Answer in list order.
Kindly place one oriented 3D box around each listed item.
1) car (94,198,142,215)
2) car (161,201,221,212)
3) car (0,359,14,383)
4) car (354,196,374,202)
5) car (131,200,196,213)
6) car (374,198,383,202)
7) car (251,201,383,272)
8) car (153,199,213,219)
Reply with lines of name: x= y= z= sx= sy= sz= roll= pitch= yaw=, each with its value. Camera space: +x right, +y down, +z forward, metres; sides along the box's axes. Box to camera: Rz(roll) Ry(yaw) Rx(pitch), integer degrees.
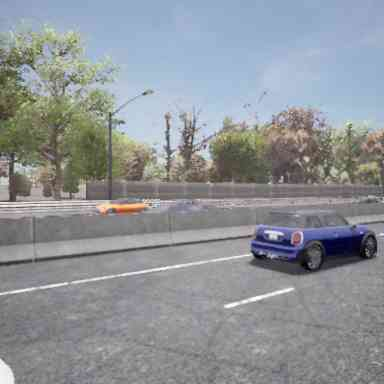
car: x=-6.102 y=1.330 z=28.942 sx=4.553 sy=1.767 sz=2.097 roll=0 pitch=0 yaw=-38
car: x=0.487 y=1.540 z=21.535 sx=4.181 sy=1.385 sz=1.994 roll=0 pitch=0 yaw=-35
car: x=-3.336 y=1.530 z=1.368 sx=4.674 sy=1.442 sz=1.812 roll=0 pitch=0 yaw=-35
car: x=28.339 y=1.426 z=54.213 sx=4.902 sy=1.511 sz=2.128 roll=0 pitch=0 yaw=-35
car: x=-1.405 y=1.523 z=24.486 sx=5.357 sy=1.411 sz=2.033 roll=0 pitch=0 yaw=-36
car: x=31.143 y=1.426 z=51.919 sx=4.902 sy=1.511 sz=2.128 roll=0 pitch=0 yaw=-35
car: x=4.116 y=1.333 z=10.983 sx=4.553 sy=1.767 sz=2.097 roll=0 pitch=0 yaw=-35
car: x=-0.736 y=1.460 z=29.251 sx=4.902 sy=1.511 sz=2.128 roll=0 pitch=0 yaw=-35
